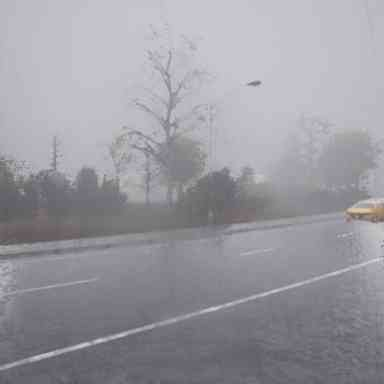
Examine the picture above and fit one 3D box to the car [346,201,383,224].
[{"bbox_3d":[13.264,1.446,25.097,1.882,1.535,5.008,0,0,44],"label":"car"}]
